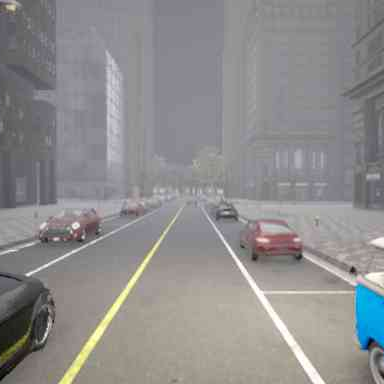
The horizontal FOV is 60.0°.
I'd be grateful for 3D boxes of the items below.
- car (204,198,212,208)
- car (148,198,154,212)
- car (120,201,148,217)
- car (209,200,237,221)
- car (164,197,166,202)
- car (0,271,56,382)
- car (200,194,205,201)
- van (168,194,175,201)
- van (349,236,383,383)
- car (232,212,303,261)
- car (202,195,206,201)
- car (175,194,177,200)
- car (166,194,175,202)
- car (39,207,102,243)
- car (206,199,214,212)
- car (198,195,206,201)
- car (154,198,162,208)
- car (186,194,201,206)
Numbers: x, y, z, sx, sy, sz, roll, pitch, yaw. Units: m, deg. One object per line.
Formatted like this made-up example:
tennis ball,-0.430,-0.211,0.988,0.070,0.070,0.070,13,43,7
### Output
car,2.749,1.632,38.207,2.008,1.369,4.403,-1,0,0
car,-5.776,1.663,37.682,1.802,1.307,4.206,-1,0,0
car,-5.776,1.617,32.305,1.887,1.381,4.507,-1,0,0
car,2.750,1.630,27.802,1.947,1.339,4.313,-1,0,0
car,-5.778,1.662,53.817,1.947,1.339,4.313,-1,0,0
car,-3.084,1.573,3.424,1.994,1.385,4.181,0,0,0
car,2.745,1.621,80.967,1.752,1.417,4.829,-1,0,0
van,-5.783,1.427,92.148,1.690,1.788,3.998,-1,0,0
van,2.787,1.348,2.531,1.690,1.788,3.998,-1,0,0
car,2.752,1.612,12.194,1.802,1.307,4.206,-1,0,0
car,2.748,1.618,48.783,1.752,1.417,4.829,-1,0,0
car,-5.783,1.407,86.468,2.192,1.841,5.009,-1,0,0
car,-5.779,1.678,80.787,1.802,1.307,4.206,-1,0,0
car,-5.776,1.480,16.170,1.967,1.590,4.097,-1,0,0
car,2.749,1.639,33.005,1.947,1.339,4.313,-1,0,0
car,2.745,1.651,92.156,1.947,1.339,4.313,-1,0,0
car,-5.777,1.644,48.438,2.008,1.369,4.403,-1,0,0
car,-0.007,1.589,55.394,2.128,1.511,4.902,0,0,0
